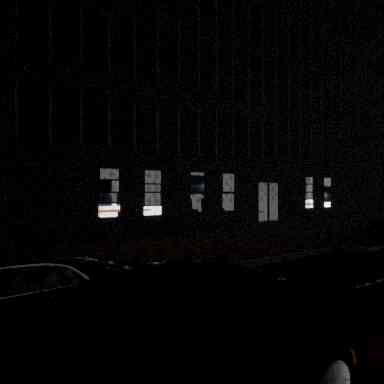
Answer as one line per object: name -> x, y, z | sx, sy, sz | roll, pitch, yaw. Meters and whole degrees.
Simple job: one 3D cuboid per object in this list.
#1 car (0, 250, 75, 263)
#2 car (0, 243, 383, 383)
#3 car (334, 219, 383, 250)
car -> -2.876, 1.551, 4.509 | 4.403, 1.369, 2.008 | 0, 0, -35
car -> -0.336, 1.477, 3.133 | 5.008, 1.535, 1.882 | 0, 0, -35
car -> 6.408, 1.582, 11.097 | 4.206, 1.307, 1.802 | 0, 0, -35
